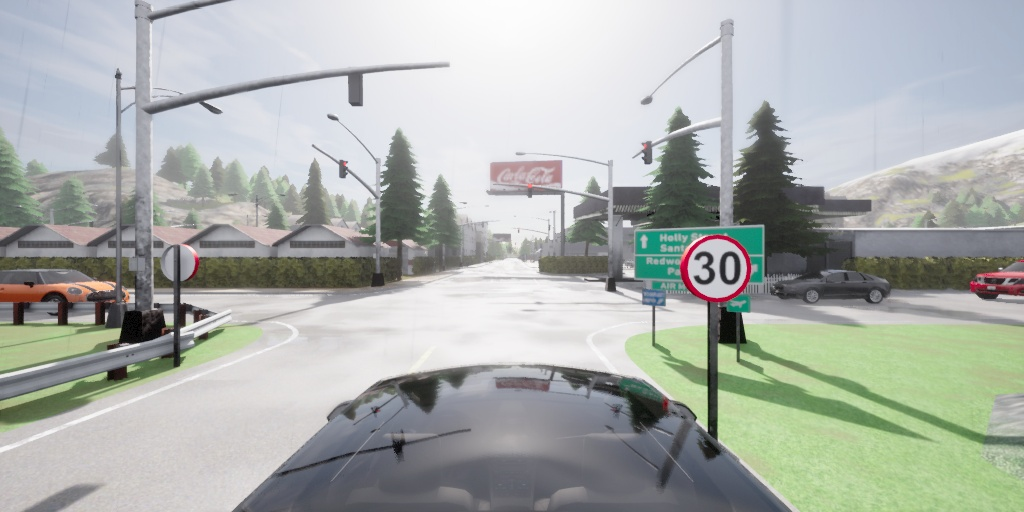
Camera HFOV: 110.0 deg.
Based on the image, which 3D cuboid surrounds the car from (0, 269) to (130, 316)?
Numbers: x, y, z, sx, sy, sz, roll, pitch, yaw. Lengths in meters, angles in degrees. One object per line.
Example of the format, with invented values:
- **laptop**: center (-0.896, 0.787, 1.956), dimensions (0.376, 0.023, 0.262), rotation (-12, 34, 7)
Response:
- **car**: center (-17.966, 1.294, 14.022), dimensions (4.553, 1.767, 2.097), rotation (0, 0, 1)

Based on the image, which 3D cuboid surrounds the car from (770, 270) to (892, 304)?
- **car**: center (15.212, 1.446, 17.262), dimensions (4.892, 1.490, 1.837), rotation (0, 0, 1)

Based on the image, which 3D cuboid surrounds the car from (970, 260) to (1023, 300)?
- **car**: center (25.671, 1.161, 17.119), dimensions (5.566, 2.045, 2.150), rotation (0, 0, 0)
